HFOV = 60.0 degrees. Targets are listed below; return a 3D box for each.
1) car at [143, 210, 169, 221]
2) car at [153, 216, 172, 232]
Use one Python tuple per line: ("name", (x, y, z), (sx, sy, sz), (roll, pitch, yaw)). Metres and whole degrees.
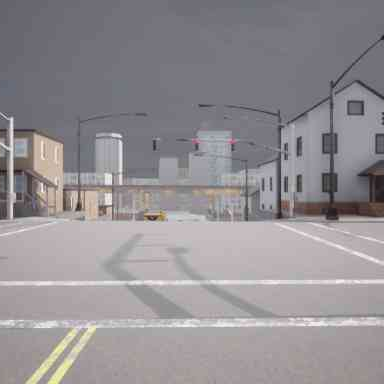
("car", (-3.673, 2.536, 33.502), (1.882, 1.535, 5.008), (0, -9, 1))
("car", (-3.780, 4.235, 43.725), (2.128, 1.511, 4.902), (0, -13, -1))
